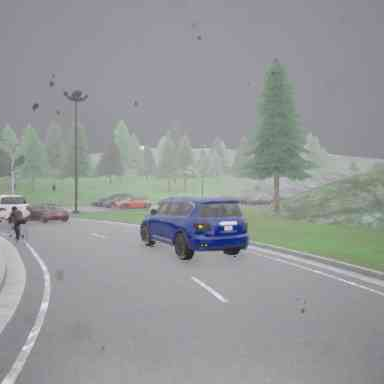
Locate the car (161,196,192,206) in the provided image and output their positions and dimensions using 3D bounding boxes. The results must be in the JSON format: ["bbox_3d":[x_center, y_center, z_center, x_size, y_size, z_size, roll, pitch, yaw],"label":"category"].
[{"bbox_3d":[-2.621,1.492,57.368,4.902,1.511,2.128,0,0,-33],"label":"car"}]

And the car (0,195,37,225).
[{"bbox_3d":[-13.315,1.221,22.799,5.566,2.045,2.150,0,0,36],"label":"car"}]

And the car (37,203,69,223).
[{"bbox_3d":[-11.223,1.564,25.280,4.181,1.385,1.994,0,0,36],"label":"car"}]

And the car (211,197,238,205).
[{"bbox_3d":[5.761,1.601,58.716,4.718,1.301,1.895,0,0,-33],"label":"car"}]

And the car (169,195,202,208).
[{"bbox_3d":[-1.018,1.351,50.043,4.553,1.767,2.097,0,0,-33],"label":"car"}]

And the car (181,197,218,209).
[{"bbox_3d":[1.064,1.492,47.226,4.902,1.511,2.128,0,0,-33],"label":"car"}]

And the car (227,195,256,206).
[{"bbox_3d":[8.439,1.351,56.290,4.553,1.767,2.097,0,0,-33],"label":"car"}]

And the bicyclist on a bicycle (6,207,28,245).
[{"bbox_3d":[-7.552,1.455,14.325,1.656,1.620,0.582,-3,-1,33],"label":"bicyclist on a bicycle"}]

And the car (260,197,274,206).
[{"bbox_3d":[10.729,1.526,53.608,4.674,1.442,1.812,0,0,-33],"label":"car"}]

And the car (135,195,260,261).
[{"bbox_3d":[-0.144,1.221,12.637,2.150,2.045,5.566,0,0,-28],"label":"car"}]

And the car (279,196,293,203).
[{"bbox_3d":[17.087,1.478,66.114,5.008,1.535,1.882,0,0,-33],"label":"car"}]

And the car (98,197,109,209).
[{"bbox_3d":[-9.576,1.351,44.387,4.553,1.767,2.097,0,0,-33],"label":"car"}]

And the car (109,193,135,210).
[{"bbox_3d":[-7.469,1.351,41.585,4.553,1.767,2.097,0,0,-33],"label":"car"}]

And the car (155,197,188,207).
[{"bbox_3d":[-3.182,1.506,52.810,4.892,1.490,1.837,0,0,-33],"label":"car"}]

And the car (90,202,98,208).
[{"bbox_3d":[-11.847,1.601,47.083,4.718,1.301,1.895,0,0,-33],"label":"car"}]

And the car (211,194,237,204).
[{"bbox_3d":[6.033,1.352,63.067,4.553,1.767,2.097,0,0,-33],"label":"car"}]

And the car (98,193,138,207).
[{"bbox_3d":[-11.460,1.224,51.522,5.566,2.045,2.150,0,0,-33],"label":"car"}]
